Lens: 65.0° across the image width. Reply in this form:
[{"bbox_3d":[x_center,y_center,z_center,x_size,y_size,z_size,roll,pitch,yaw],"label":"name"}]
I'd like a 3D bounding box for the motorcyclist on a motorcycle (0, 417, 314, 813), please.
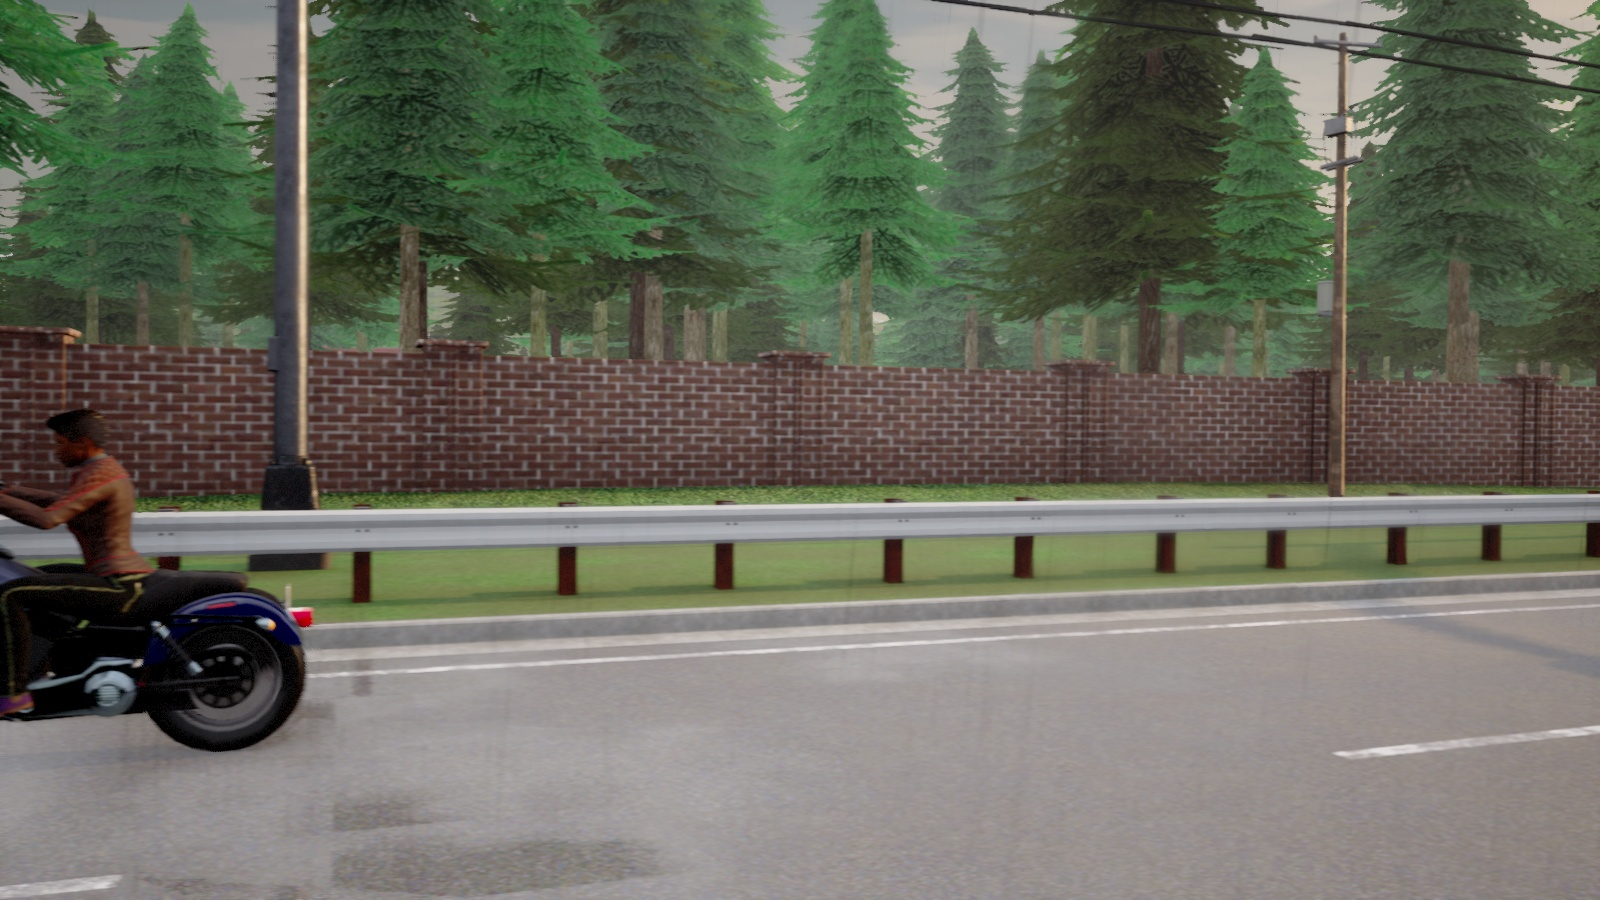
[{"bbox_3d":[-3.468,0.695,5.638,2.350,1.649,0.766,-1,1,-20],"label":"motorcyclist on a motorcycle"}]
